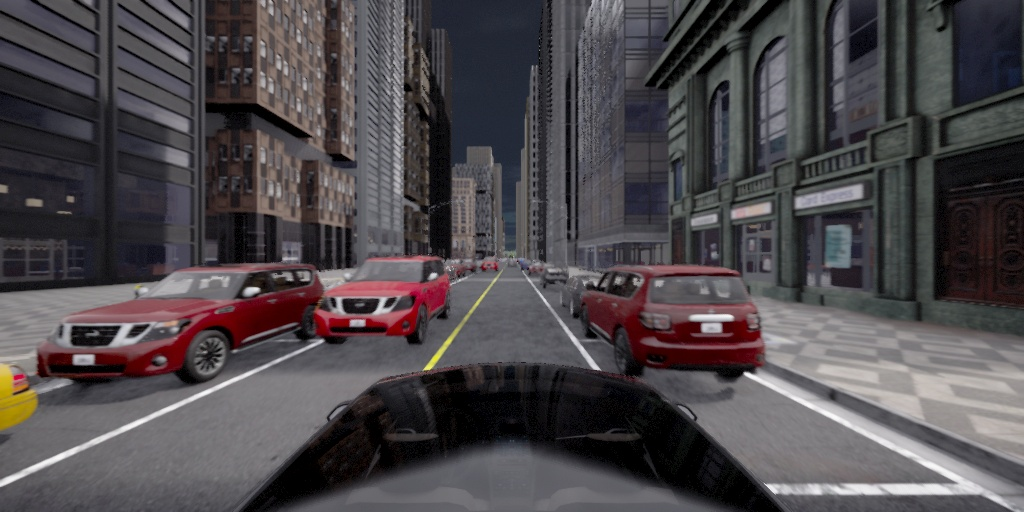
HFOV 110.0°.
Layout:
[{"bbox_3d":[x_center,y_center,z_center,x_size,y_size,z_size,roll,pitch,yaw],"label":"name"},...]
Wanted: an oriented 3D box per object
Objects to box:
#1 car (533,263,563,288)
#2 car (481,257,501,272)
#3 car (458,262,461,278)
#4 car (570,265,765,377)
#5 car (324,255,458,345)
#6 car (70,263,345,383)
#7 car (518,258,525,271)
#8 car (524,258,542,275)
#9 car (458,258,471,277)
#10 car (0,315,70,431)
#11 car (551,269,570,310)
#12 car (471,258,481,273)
[{"bbox_3d":[2.768,1.380,24.264,2.007,1.370,4.403,0,0,0],"label":"car"},{"bbox_3d":[-3.063,1.156,50.626,2.150,2.045,5.566,0,0,0],"label":"car"},{"bbox_3d":[-5.756,1.402,29.900,2.007,1.370,4.403,0,0,0],"label":"car"},{"bbox_3d":[2.765,1.084,7.343,2.192,1.841,5.009,0,0,0],"label":"car"},{"bbox_3d":[-3.098,1.000,9.959,2.150,2.045,5.566,0,0,0],"label":"car"},{"bbox_3d":[-5.761,1.084,7.338,2.192,1.841,5.009,0,0,0],"label":"car"},{"bbox_3d":[2.400,1.305,54.825,2.097,1.767,4.553,0,0,0],"label":"car"},{"bbox_3d":[2.772,1.336,41.185,1.967,1.591,4.097,0,0,0],"label":"car"},{"bbox_3d":[-5.754,1.188,35.541,2.192,1.841,5.009,0,0,0],"label":"car"},{"bbox_3d":[-5.762,1.275,1.527,1.751,1.417,4.829,0,0,0],"label":"car"},{"bbox_3d":[2.766,1.339,12.983,2.007,1.370,4.403,0,0,0],"label":"car"},{"bbox_3d":[-5.752,1.234,46.822,2.192,1.841,5.009,0,0,0],"label":"car"}]
